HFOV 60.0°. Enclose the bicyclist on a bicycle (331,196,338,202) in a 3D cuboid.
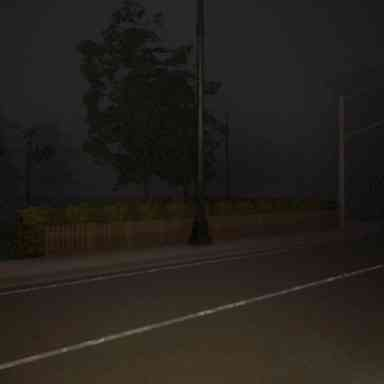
[{"bbox_3d":[18.980,1.331,44.151,1.656,1.620,0.582,0,0,-35],"label":"bicyclist on a bicycle"}]
